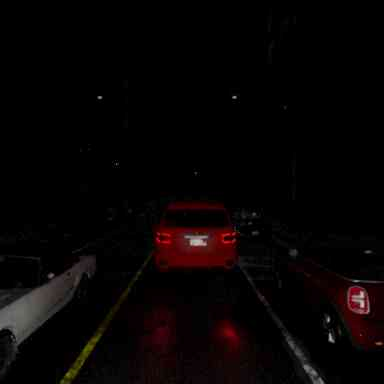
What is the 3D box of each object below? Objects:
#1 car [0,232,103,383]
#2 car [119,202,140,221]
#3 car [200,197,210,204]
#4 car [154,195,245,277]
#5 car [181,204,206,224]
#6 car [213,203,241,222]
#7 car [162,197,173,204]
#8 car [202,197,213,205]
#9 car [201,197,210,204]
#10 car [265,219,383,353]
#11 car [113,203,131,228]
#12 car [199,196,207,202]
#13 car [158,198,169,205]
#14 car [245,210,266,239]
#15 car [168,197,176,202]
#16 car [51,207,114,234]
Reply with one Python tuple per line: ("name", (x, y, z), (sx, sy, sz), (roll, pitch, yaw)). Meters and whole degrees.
("car", (-3.097, 1.623, 5.406), (1.895, 1.301, 4.718), (0, 0, 0))
("car", (-5.658, 1.558, 28.198), (1.967, 1.590, 4.097), (0, 0, 0))
("car", (2.943, 1.924, 76.101), (2.008, 1.369, 4.403), (0, 0, 0))
("car", (0.103, 1.268, 10.500), (2.150, 2.045, 5.566), (0, 0, 0))
("car", (0.112, 1.714, 27.146), (1.895, 1.301, 4.718), (0, 0, 0))
("car", (2.868, 1.684, 28.194), (1.947, 1.339, 4.313), (0, 0, 0))
("car", (-5.582, 1.924, 76.117), (2.008, 1.369, 4.403), (0, 0, 0))
("car", (2.918, 1.748, 65.284), (1.967, 1.590, 4.097), (0, 0, 0))
("car", (2.931, 1.866, 70.863), (1.752, 1.417, 4.829), (0, 0, 0))
("car", (2.858, 1.466, 6.189), (1.967, 1.590, 4.097), (0, 0, 0))
("car", (-5.660, 1.676, 22.696), (1.802, 1.307, 4.206), (0, 0, 0))
("car", (2.967, 1.887, 86.919), (1.967, 1.590, 4.097), (0, 0, 0))
("car", (-5.606, 1.890, 65.300), (1.802, 1.307, 4.206), (0, 0, 0))
("car", (2.863, 1.622, 17.191), (2.008, 1.369, 4.403), (0, 0, 0))
("car", (-5.546, 2.011, 92.172), (1.752, 1.417, 4.829), (0, 0, 0))
("car", (-5.662, 1.637, 17.195), (1.947, 1.339, 4.313), (0, 0, 0))
